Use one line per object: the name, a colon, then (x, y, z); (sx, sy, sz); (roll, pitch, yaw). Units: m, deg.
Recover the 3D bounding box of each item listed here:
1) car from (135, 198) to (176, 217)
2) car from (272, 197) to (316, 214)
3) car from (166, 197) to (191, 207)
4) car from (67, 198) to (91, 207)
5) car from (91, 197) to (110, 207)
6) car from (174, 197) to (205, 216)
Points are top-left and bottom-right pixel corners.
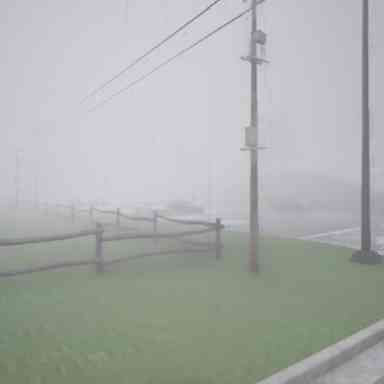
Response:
car: (-3.790, 1.526, 31.355); (1.812, 1.442, 4.674); (0, 0, -36)
car: (10.768, 1.333, 35.122); (2.097, 1.767, 4.553); (0, 0, -36)
car: (-2.120, 1.559, 52.972); (1.994, 1.385, 4.181); (0, 0, -36)
car: (-17.408, 1.616, 50.313); (1.895, 1.301, 4.718); (0, 0, -36)
car: (-14.684, 1.559, 52.520); (2.033, 1.411, 5.357); (0, 0, -36)
car: (-0.756, 1.474, 33.132); (1.882, 1.535, 5.008); (0, 0, -36)
